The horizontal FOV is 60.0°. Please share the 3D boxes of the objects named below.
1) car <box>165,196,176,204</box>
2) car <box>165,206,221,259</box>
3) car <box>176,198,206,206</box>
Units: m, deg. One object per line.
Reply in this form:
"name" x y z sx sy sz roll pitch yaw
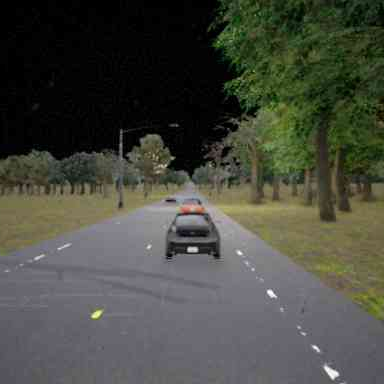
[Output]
"car" -3.557 1.360 56.968 1.895 1.301 4.718 0 1 1
"car" 0.046 1.506 12.632 1.837 1.490 4.892 0 0 1
"car" 0.047 1.326 27.484 2.097 1.767 4.553 0 0 1
